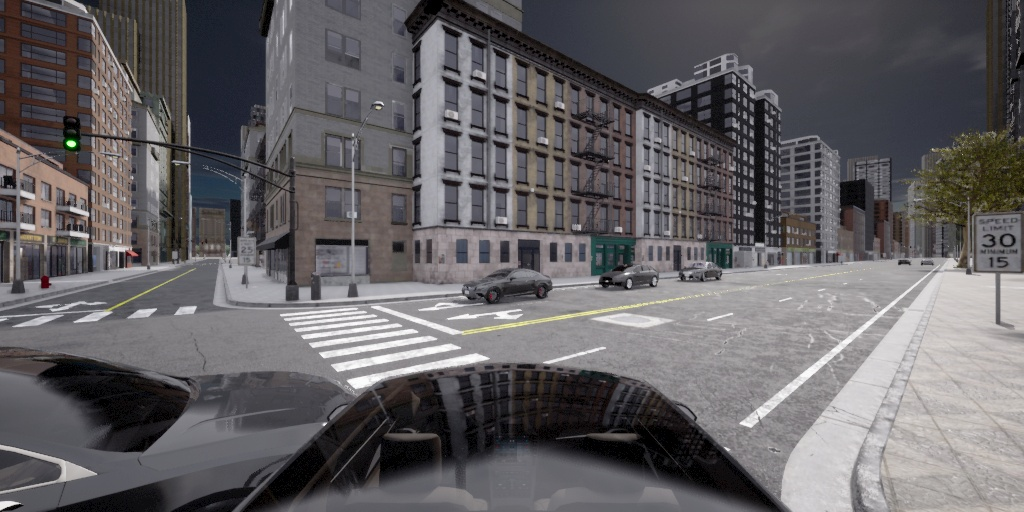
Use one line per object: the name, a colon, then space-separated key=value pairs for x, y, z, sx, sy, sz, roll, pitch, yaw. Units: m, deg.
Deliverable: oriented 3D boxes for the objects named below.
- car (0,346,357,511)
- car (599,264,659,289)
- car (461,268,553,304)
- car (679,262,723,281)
car: x=-3.229 y=1.257 z=1.721 sx=4.892 sy=1.490 sz=1.837 roll=0 pitch=0 yaw=-35
car: x=7.556 y=1.258 z=22.963 sx=4.892 sy=1.490 sz=1.837 roll=0 pitch=0 yaw=-39
car: x=-0.109 y=1.286 z=16.706 sx=4.674 sy=1.442 sz=1.812 roll=0 pitch=0 yaw=-39
car: x=15.538 y=1.235 z=29.467 sx=4.902 sy=1.511 sz=2.128 roll=0 pitch=0 yaw=-39
